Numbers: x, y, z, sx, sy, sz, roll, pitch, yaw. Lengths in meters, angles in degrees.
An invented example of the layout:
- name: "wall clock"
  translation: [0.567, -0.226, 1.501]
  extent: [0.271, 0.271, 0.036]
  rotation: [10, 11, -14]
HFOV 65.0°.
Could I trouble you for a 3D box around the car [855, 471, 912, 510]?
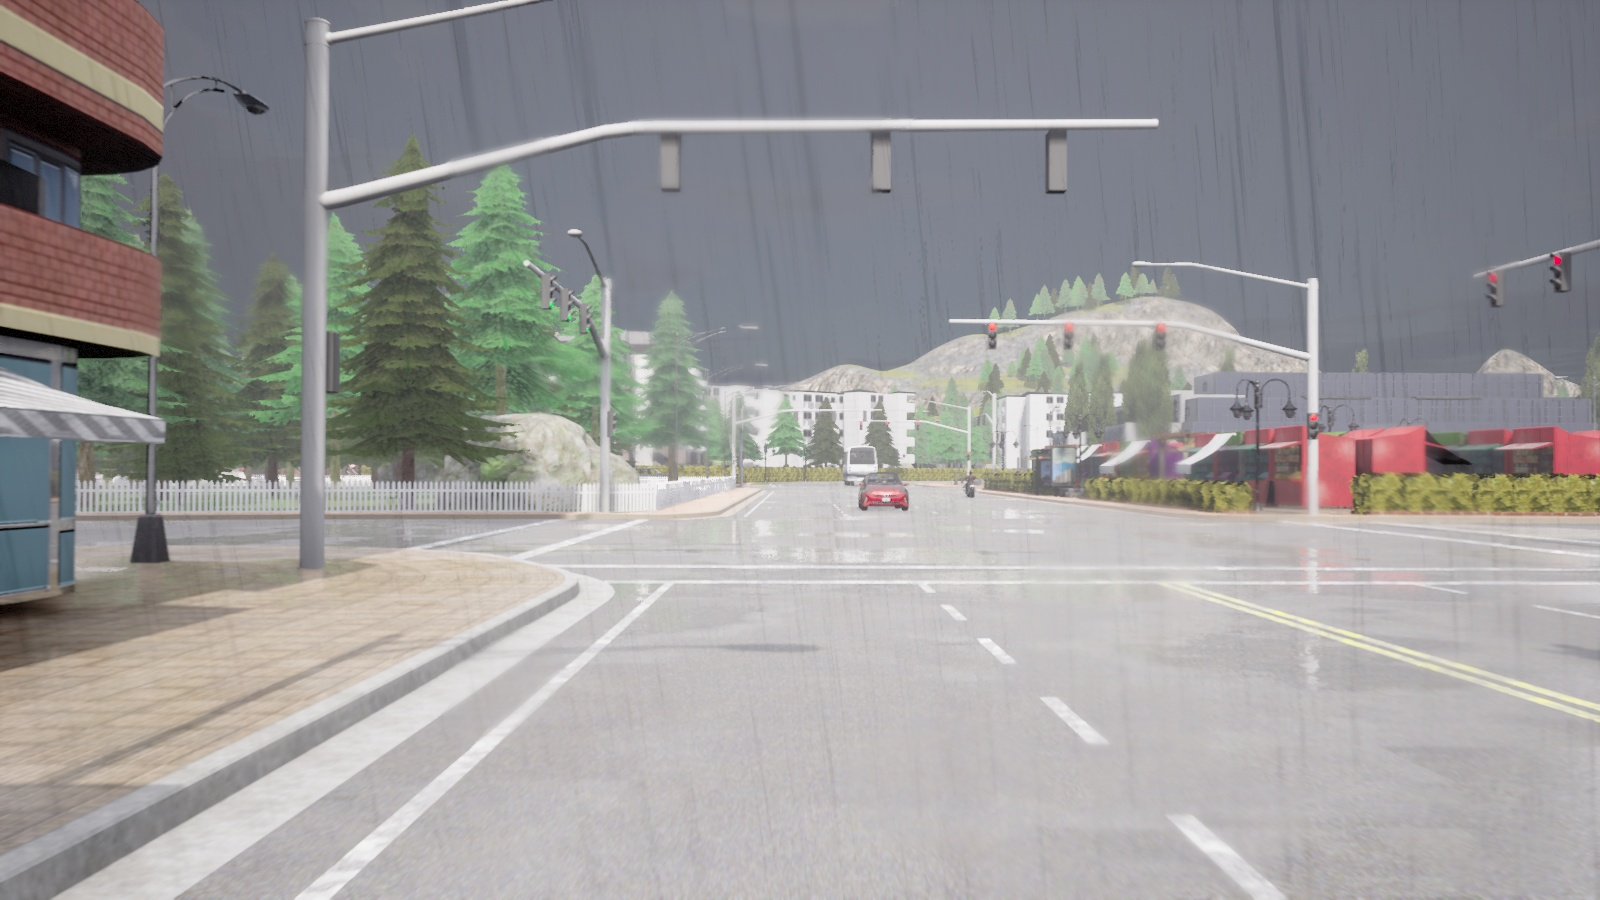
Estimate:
- name: "car"
  translation: [3.370, 1.609, 51.448]
  extent: [2.007, 1.525, 4.514]
  rotation: [0, -1, 0]
